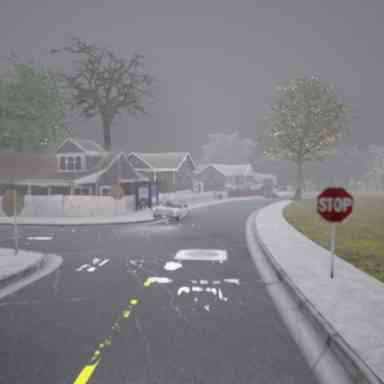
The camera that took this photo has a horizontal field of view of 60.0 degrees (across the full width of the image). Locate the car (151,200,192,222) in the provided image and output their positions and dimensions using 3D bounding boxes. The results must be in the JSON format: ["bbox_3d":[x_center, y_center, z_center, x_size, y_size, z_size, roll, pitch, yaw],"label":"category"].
[{"bbox_3d":[-1.373,1.271,23.914,1.895,1.301,4.718,6,2,12],"label":"car"}]

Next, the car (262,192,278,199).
[{"bbox_3d":[14.973,0.629,64.064,1.895,1.301,4.718,2,2,31],"label":"car"}]
